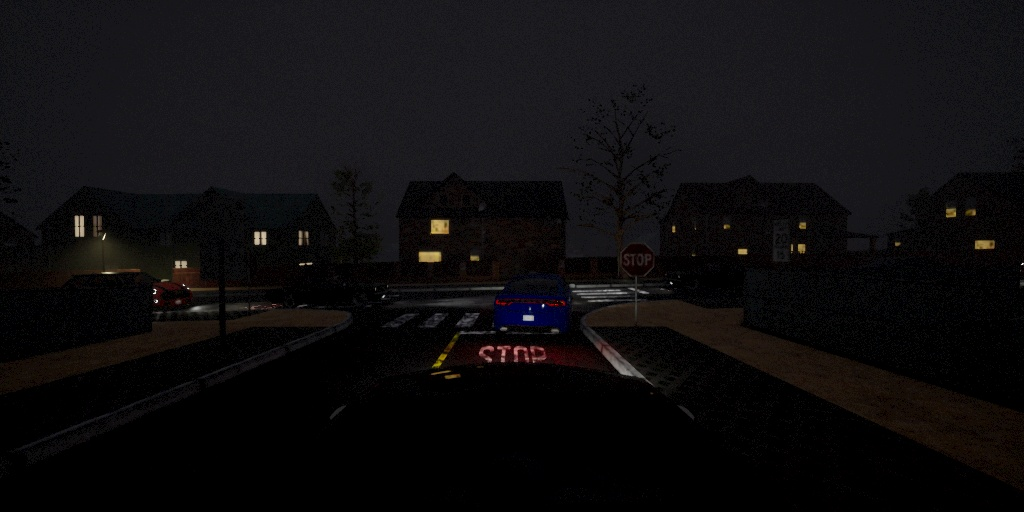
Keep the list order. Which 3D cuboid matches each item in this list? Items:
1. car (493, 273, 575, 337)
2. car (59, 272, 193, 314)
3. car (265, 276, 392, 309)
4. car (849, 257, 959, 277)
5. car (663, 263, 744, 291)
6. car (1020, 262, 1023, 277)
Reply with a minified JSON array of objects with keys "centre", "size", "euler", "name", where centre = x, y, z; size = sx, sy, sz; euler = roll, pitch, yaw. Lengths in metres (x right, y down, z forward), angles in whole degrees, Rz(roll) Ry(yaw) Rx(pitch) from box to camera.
[{"centre":[0.789,1.226,10.413],"size":[1.882,1.535,5.008],"euler":[0,0,10],"name":"car"},{"centre":[-16.794,1.472,15.619],"size":[4.553,1.767,2.097],"euler":[-1,1,0],"name":"car"},{"centre":[-7.807,1.506,15.623],"size":[4.718,1.301,1.895],"euler":[-1,1,0],"name":"car"},{"centre":[20.061,0.753,18.578],"size":[5.357,1.411,2.033],"euler":[-1,1,0],"name":"car"},{"centre":[10.416,1.034,18.545],"size":[4.718,1.301,1.895],"euler":[-1,1,-1],"name":"car"},{"centre":[29.571,0.335,18.567],"size":[4.553,1.767,2.097],"euler":[-1,1,0],"name":"car"}]
